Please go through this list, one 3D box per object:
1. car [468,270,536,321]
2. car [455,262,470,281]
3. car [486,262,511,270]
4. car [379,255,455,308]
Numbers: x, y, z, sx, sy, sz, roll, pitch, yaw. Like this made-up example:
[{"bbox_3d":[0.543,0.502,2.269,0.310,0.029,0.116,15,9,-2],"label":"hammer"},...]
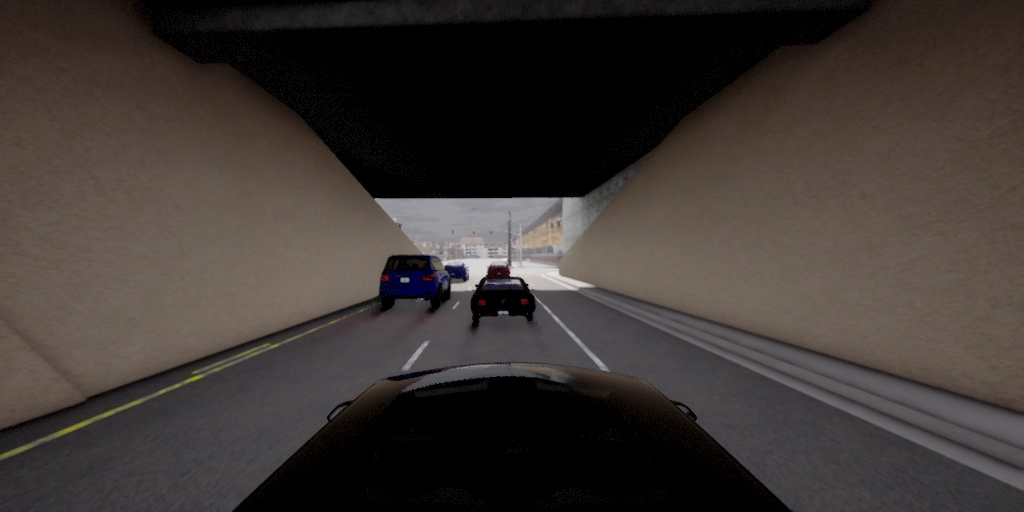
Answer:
[{"bbox_3d":[-0.334,1.345,12.403,1.895,1.301,4.718,0,0,-2],"label":"car"},{"bbox_3d":[-4.606,1.245,29.812,1.882,1.535,5.008,0,0,-3],"label":"car"},{"bbox_3d":[-1.098,1.216,29.702,1.882,1.535,5.008,0,0,-3],"label":"car"},{"bbox_3d":[-3.948,0.988,15.392,2.150,2.045,5.566,0,-1,-3],"label":"car"}]
